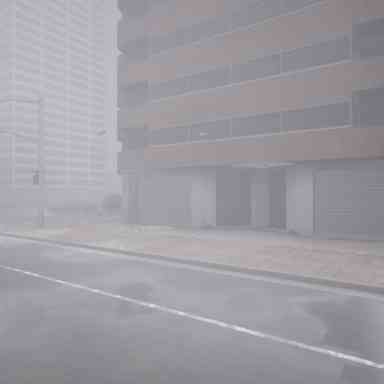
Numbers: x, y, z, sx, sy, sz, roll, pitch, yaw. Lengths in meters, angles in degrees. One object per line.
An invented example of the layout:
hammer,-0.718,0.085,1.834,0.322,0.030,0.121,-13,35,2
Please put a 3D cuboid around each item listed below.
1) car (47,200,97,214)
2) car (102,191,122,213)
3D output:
car,-13.034,1.547,36.532,2.033,1.411,5.357,0,0,35
car,-7.623,1.220,37.813,2.150,2.045,5.566,0,0,35
